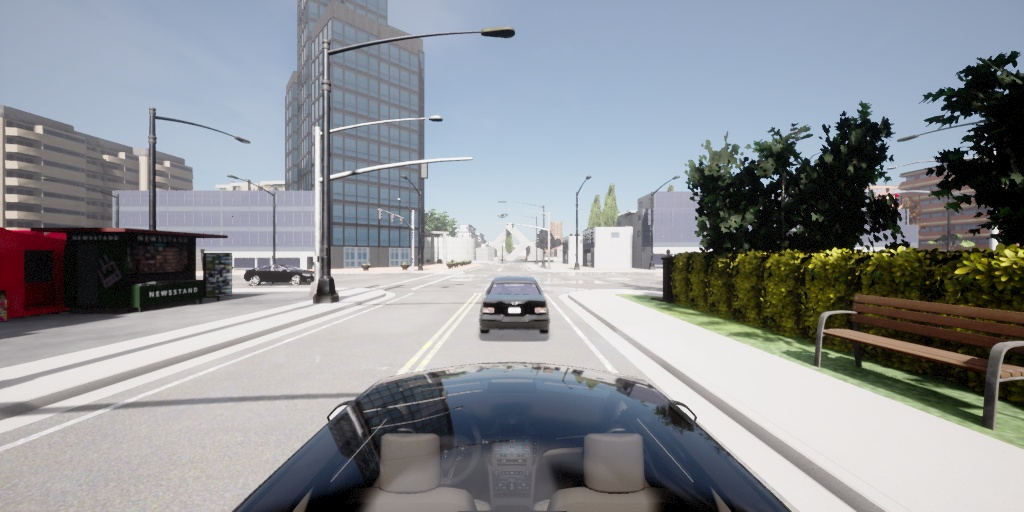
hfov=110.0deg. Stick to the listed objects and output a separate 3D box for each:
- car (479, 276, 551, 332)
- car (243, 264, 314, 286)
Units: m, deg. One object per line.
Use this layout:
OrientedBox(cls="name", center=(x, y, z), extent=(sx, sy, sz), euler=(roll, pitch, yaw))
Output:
OrientedBox(cls="car", center=(0.068, 1.298, 10.777), extent=(2.033, 1.411, 5.357), euler=(0, 0, 0))
OrientedBox(cls="car", center=(-16.694, 1.349, 26.080), extent=(4.902, 1.511, 2.128), euler=(-1, 0, 0))
